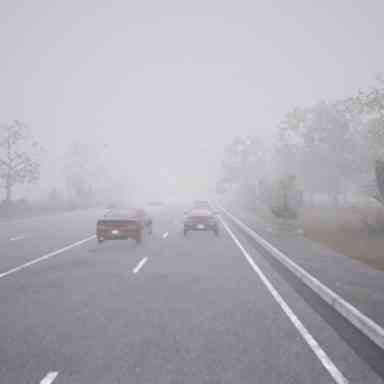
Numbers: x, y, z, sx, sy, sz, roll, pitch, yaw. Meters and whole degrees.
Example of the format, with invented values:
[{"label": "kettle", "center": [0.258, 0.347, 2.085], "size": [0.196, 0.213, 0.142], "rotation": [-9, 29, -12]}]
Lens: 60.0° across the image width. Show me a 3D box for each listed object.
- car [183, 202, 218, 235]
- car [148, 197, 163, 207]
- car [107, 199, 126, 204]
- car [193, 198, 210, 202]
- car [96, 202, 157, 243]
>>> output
[{"label": "car", "center": [0.503, 1.532, 18.744], "size": [1.812, 1.442, 4.674], "rotation": [0, 0, 2]}, {"label": "car", "center": [-5.705, 1.530, 52.092], "size": [1.812, 1.442, 4.674], "rotation": [0, 0, 2]}, {"label": "car", "center": [-9.506, 1.560, 42.515], "size": [1.994, 1.385, 4.181], "rotation": [0, 0, 2]}, {"label": "car", "center": [1.109, 1.504, 39.984], "size": [2.128, 1.511, 4.902], "rotation": [0, 0, 2]}, {"label": "car", "center": [-3.083, 1.477, 16.022], "size": [1.882, 1.535, 5.008], "rotation": [0, 0, 1]}]
